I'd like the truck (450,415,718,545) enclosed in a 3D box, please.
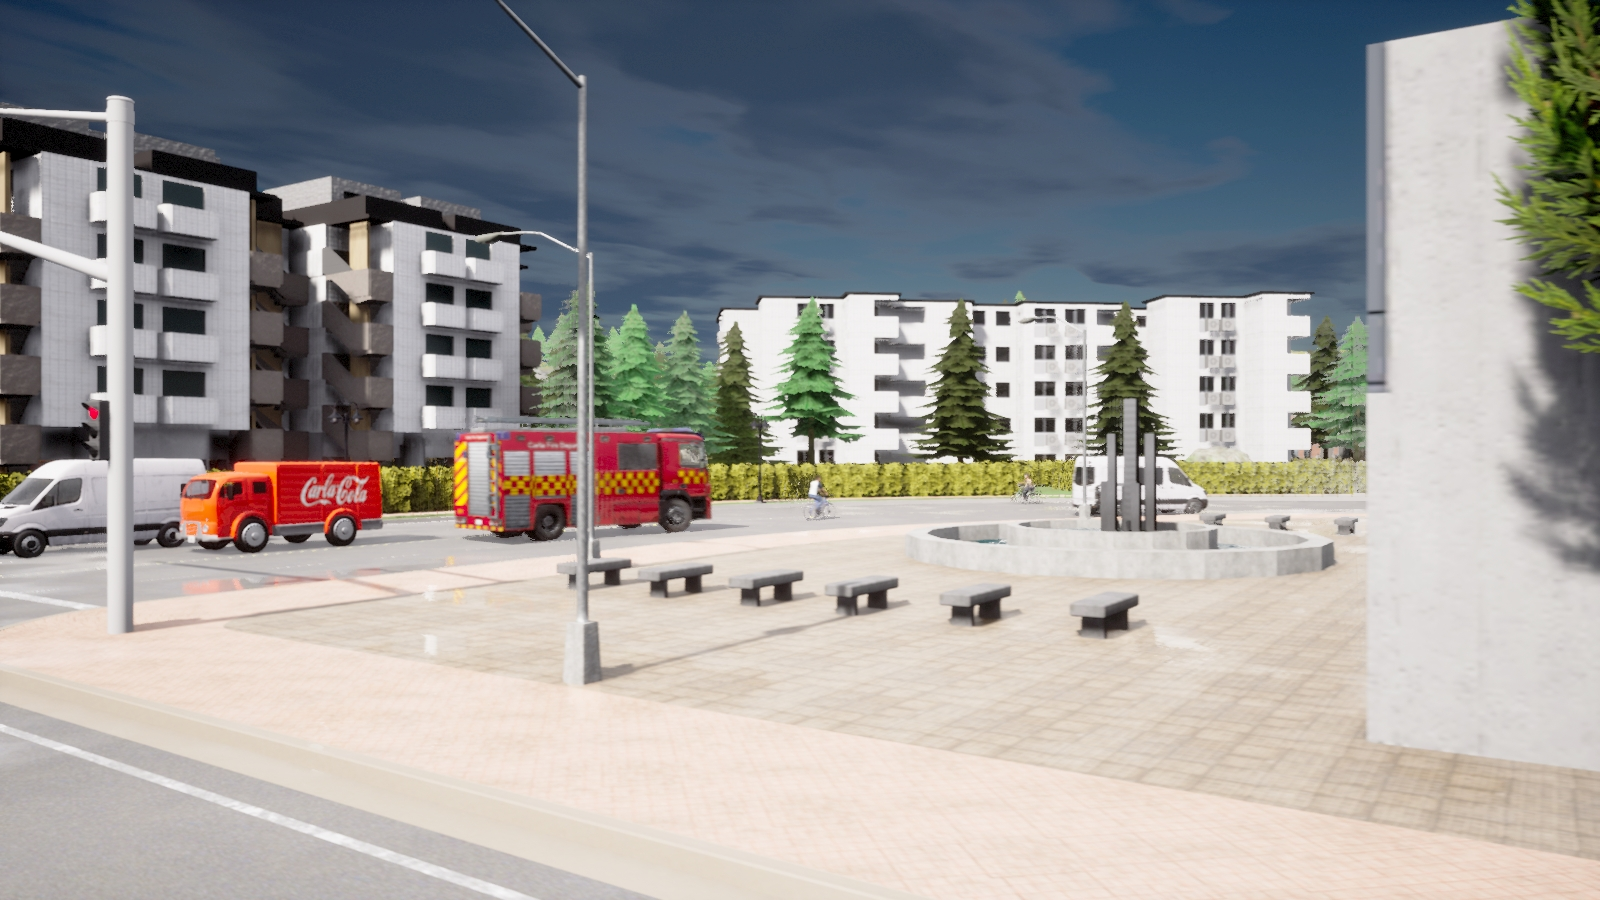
[{"bbox_3d":[-6.857,0.891,37.511,2.891,3.827,8.468,-1,-1,44],"label":"truck"}]

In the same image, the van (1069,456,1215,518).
[{"bbox_3d":[14.668,1.535,48.971,5.915,2.561,1.988,0,0,-19],"label":"van"}]

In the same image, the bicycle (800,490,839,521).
[{"bbox_3d":[0.789,2.207,45.559,1.643,1.196,0.373,0,0,-37],"label":"bicycle"}]

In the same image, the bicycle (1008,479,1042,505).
[{"bbox_3d":[11.586,2.159,58.777,1.487,1.276,0.859,0,1,-18],"label":"bicycle"}]

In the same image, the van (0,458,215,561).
[{"bbox_3d":[-19.712,1.536,31.793,1.988,2.561,5.915,0,0,33],"label":"van"}]

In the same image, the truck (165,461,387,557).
[{"bbox_3d":[-14.910,1.569,32.809,2.627,2.467,5.204,0,0,33],"label":"truck"}]
